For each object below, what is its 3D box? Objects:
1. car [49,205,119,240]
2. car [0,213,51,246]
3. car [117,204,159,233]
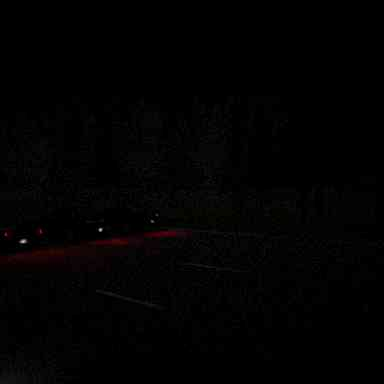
[{"bbox_3d":[-6.236,1.514,16.916,4.892,1.490,1.837,0,0,36],"label":"car"},{"bbox_3d":[-8.293,1.614,14.084,4.718,1.301,1.895,0,0,36],"label":"car"},{"bbox_3d":[-4.204,1.482,19.765,5.008,1.535,1.882,0,0,36],"label":"car"}]
